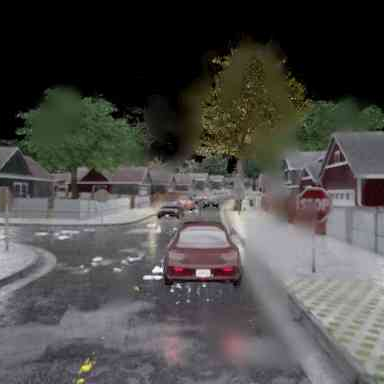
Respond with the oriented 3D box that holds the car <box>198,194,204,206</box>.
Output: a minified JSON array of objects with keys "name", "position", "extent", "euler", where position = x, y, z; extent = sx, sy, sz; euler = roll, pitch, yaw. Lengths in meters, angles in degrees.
[{"name":"car","position":[0.246,1.356,48.796],"extent":[1.895,1.301,4.718],"euler":[0,0,7]}]

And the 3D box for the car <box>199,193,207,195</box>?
[{"name":"car","position":[1.745,1.007,59.697],"extent":[2.097,1.767,4.553],"euler":[0,1,9]}]

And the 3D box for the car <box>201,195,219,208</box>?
[{"name":"car","position":[2.640,1.393,44.051],"extent":[1.895,1.301,4.718],"euler":[0,0,6]}]

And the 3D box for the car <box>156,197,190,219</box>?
[{"name":"car","position":[-1.727,1.469,28.775],"extent":[2.033,1.411,5.357],"euler":[0,0,5]}]

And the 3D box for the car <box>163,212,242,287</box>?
[{"name":"car","position":[0.284,1.515,9.203],"extent":[1.812,1.442,4.674],"euler":[0,0,1]}]

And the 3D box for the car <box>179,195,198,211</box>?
[{"name":"car","position":[-0.856,1.195,38.627],"extent":[2.097,1.767,4.553],"euler":[0,0,6]}]
